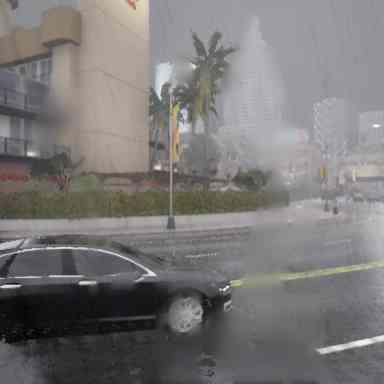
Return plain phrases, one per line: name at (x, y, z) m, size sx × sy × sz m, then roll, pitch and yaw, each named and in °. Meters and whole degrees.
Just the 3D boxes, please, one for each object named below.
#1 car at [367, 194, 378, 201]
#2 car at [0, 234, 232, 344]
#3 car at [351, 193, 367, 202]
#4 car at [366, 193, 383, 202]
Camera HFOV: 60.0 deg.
car at (43.048, 1.317, 79.510) m, size 2.128 × 1.511 × 4.902 m, roll 0°, pitch 0°, yaw 26°
car at (-1.747, 1.487, 5.529) m, size 4.892 × 1.490 × 1.837 m, roll 0°, pitch 1°, yaw -15°
car at (36.228, 1.290, 72.266) m, size 2.097 × 1.535 × 5.008 m, roll 0°, pitch 0°, yaw 26°
car at (38.137, 1.370, 69.584) m, size 1.994 × 1.385 × 4.181 m, roll 0°, pitch 0°, yaw 26°
